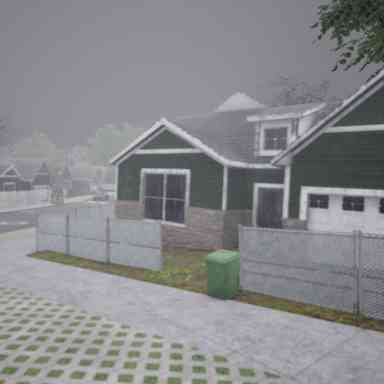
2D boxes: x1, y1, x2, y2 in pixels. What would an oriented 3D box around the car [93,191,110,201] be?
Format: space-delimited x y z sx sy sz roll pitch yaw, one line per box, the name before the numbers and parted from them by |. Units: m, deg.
car | -14.378 0.646 52.896 1.837 1.490 4.892 2 1 -3
